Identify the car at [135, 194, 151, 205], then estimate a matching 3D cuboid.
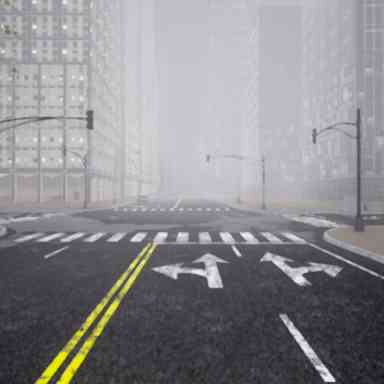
[{"bbox_3d":[-7.131,1.154,48.757,1.837,1.490,4.892,0,1,-1],"label":"car"}]
